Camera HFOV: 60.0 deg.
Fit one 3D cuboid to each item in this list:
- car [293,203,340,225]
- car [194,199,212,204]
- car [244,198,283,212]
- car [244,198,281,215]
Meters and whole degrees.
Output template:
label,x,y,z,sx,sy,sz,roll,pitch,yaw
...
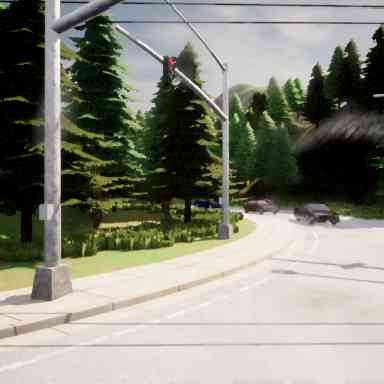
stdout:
label,x,y,z,sx,sy,sz,roll,pitch,yaw
car,9.025,1.547,24.582,2.033,1.411,5.357,0,0,1
car,2.225,1.478,43.626,1.882,1.535,5.008,0,0,-33
car,8.546,1.505,40.116,1.837,1.490,4.892,1,0,-28
car,7.048,1.526,34.579,1.812,1.442,4.674,0,0,-21
